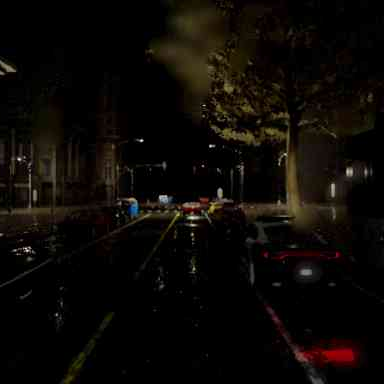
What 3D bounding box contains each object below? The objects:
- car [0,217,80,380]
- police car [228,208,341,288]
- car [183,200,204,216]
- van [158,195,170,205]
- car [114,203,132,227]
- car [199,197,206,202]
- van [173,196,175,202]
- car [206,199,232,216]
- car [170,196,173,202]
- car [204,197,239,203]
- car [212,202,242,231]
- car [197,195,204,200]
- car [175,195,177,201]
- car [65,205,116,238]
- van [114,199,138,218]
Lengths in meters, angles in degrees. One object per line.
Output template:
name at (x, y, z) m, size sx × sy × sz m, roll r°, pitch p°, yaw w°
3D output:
car at (-3.104, 1.368, 3.685) m, size 2.097 × 1.767 × 4.553 m, roll 0°, pitch 0°, yaw 0°
police car at (2.359, 1.466, 9.471) m, size 1.930 × 1.638 × 5.238 m, roll 0°, pitch 0°, yaw 0°
car at (0.030, 1.758, 34.508) m, size 1.895 × 1.301 × 4.718 m, roll 0°, pitch 0°, yaw 0°
van at (-5.834, 1.663, 66.960) m, size 1.690 × 1.788 × 3.998 m, roll 0°, pitch 0°, yaw 0°
car at (-5.783, 1.671, 23.562) m, size 1.947 × 1.339 × 4.313 m, roll 0°, pitch 0°, yaw 0°
car at (2.700, 1.971, 89.219) m, size 1.752 × 1.417 × 4.829 m, roll 0°, pitch 0°, yaw 0°
van at (-5.845, 1.755, 83.535) m, size 1.690 × 1.788 × 3.998 m, roll 0°, pitch 0°, yaw 0°
car at (2.739, 1.682, 34.550) m, size 1.752 × 1.417 × 4.829 m, roll 0°, pitch 0°, yaw 0°
car at (-5.837, 1.897, 72.484) m, size 1.887 × 1.381 × 4.507 m, roll 0°, pitch 0°, yaw 0°
car at (4.627, 1.627, 44.930) m, size 4.902 × 1.511 × 2.128 m, roll -2°, pitch 1°, yaw -18°
car at (2.741, 1.650, 23.800) m, size 1.887 × 1.381 × 4.507 m, roll 0°, pitch 0°, yaw 0°
car at (2.718, 1.897, 72.473) m, size 1.887 × 1.381 × 4.507 m, roll 0°, pitch 0°, yaw 0°
car at (-5.852, 2.059, 94.584) m, size 1.802 × 1.307 × 4.206 m, roll 0°, pitch 0°, yaw 0°
car at (-5.779, 1.624, 18.149) m, size 1.887 × 1.381 × 4.507 m, roll 0°, pitch 0°, yaw 0°
van at (-5.789, 1.471, 28.976) m, size 1.690 × 1.788 × 3.998 m, roll 0°, pitch 0°, yaw 0°
